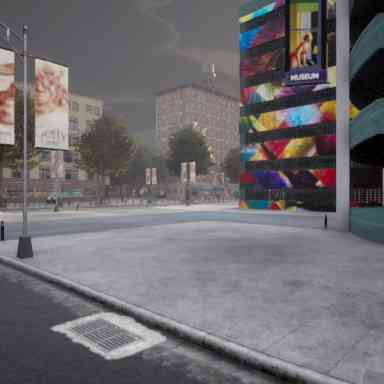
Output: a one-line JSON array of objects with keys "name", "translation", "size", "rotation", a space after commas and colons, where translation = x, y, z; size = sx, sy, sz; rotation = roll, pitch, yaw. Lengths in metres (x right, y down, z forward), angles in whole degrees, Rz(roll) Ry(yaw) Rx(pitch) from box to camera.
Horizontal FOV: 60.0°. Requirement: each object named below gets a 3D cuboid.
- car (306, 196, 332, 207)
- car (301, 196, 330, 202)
[{"name": "car", "translation": [19.561, 1.413, 51.051], "size": [2.161, 1.482, 4.786], "rotation": [0, 0, 43]}, {"name": "car", "translation": [14.246, 1.320, 39.325], "size": [2.002, 1.452, 4.674], "rotation": [0, 0, 43]}]
